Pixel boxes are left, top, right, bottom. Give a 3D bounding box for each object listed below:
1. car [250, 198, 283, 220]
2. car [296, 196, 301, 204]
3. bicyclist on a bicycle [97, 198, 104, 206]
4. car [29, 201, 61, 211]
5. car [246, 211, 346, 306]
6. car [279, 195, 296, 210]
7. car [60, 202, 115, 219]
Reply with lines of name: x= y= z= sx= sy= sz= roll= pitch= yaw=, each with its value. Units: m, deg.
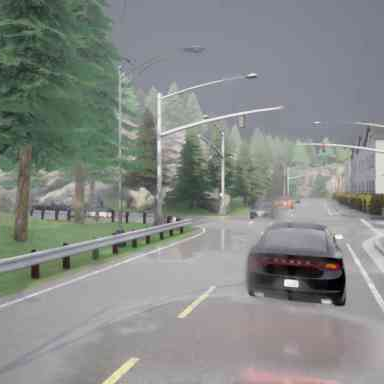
car: x=6.101 y=1.497 z=27.848 sx=2.128 sy=1.511 sz=4.902 roll=0 pitch=0 yaw=21
car: x=19.285 y=1.492 z=62.437 sx=2.128 sy=1.511 sz=4.902 roll=0 pitch=0 yaw=21
bicyclist on a bicycle: x=-10.098 y=1.416 z=36.692 sx=0.582 sy=1.620 sz=1.656 roll=-2 pitch=5 yaw=20
car: x=-14.905 y=1.616 z=34.911 sx=4.718 sy=1.301 sz=1.895 roll=0 pitch=0 yaw=20
car: x=2.648 y=1.478 z=8.243 sx=1.882 sy=1.535 sz=5.008 roll=0 pitch=0 yaw=21
car: x=12.277 y=1.351 z=44.152 sx=2.097 sy=1.767 sz=4.553 roll=0 pitch=0 yaw=21
car: x=-8.744 y=1.579 z=28.671 sx=4.181 sy=1.385 sz=1.994 roll=0 pitch=0 yaw=20
